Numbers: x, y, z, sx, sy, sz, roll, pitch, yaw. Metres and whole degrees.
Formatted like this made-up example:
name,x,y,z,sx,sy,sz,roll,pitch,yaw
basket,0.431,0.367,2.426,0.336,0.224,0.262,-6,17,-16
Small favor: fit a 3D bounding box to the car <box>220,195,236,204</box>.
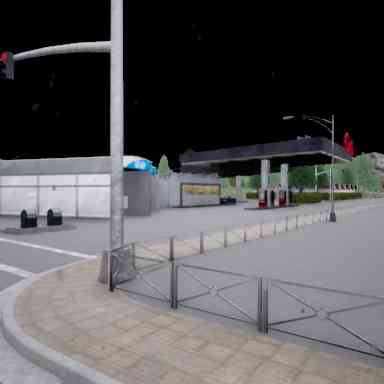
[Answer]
name,x,y,z,sx,sy,sz,roll,pitch,yaw
car,6.613,1.479,63.357,2.242,1.667,4.611,0,0,36
